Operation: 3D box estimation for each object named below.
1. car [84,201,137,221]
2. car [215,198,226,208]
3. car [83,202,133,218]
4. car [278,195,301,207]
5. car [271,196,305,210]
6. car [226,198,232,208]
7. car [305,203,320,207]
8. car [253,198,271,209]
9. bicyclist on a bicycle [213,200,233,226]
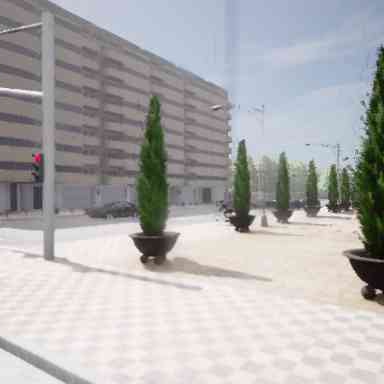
[{"bbox_3d":[-6.693,1.584,29.182,1.882,1.535,5.008,-1,0,36],"label":"car"},{"bbox_3d":[5.423,1.656,51.692,1.812,1.442,4.674,-1,-1,36],"label":"car"},{"bbox_3d":[-8.255,1.732,33.002,1.895,1.301,4.718,-1,0,36],"label":"car"},{"bbox_3d":[15.869,1.432,54.103,2.097,1.767,4.553,-1,0,36],"label":"car"},{"bbox_3d":[12.687,1.407,43.709,2.097,1.767,4.553,-1,0,38],"label":"car"},{"bbox_3d":[7.327,1.457,48.392,2.097,1.767,4.553,-1,0,37],"label":"car"},{"bbox_3d":[18.507,1.560,51.787,1.837,1.490,4.892,-1,0,36],"label":"car"},{"bbox_3d":[9.953,1.572,45.892,2.128,1.511,4.902,-1,0,36],"label":"car"},{"bbox_3d":[1.989,1.321,20.766,1.656,1.620,0.582,-1,-1,36],"label":"bicyclist on a bicycle"}]
